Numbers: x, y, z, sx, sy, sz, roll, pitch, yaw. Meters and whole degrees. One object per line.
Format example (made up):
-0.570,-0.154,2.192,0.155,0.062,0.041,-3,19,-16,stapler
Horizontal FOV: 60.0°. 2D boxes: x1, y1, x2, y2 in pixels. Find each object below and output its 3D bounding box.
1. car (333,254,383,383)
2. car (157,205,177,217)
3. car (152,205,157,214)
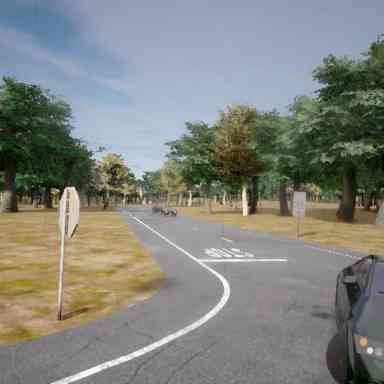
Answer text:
3.120,1.643,4.642,1.994,1.385,4.181,1,-1,22,car
-3.465,2.850,48.046,1.895,1.301,4.718,3,-2,-13,car
-5.720,2.961,56.893,1.882,1.535,5.008,3,-2,-14,car
